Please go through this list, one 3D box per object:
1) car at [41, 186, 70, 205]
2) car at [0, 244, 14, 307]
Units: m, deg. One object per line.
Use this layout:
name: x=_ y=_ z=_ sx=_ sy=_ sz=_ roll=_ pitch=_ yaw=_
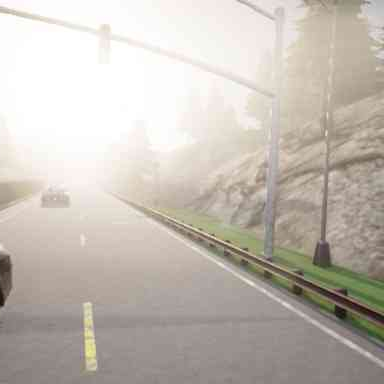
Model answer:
car: x=-10.856 y=0.243 z=26.691 sx=1.994 sy=1.385 sz=4.181 roll=2 pitch=2 yaw=-19
car: x=-3.759 y=1.275 z=3.120 sx=2.128 sy=1.511 sz=4.902 roll=4 pitch=3 yaw=4
